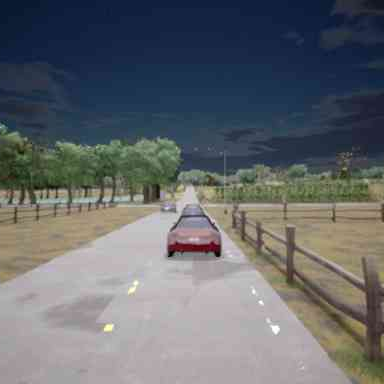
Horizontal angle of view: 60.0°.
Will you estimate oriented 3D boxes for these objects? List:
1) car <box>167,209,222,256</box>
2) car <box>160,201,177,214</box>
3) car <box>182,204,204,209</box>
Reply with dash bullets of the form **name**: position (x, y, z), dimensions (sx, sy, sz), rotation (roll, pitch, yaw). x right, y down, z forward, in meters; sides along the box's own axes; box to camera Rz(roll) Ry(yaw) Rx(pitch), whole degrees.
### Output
- **car**: position (0.088, 1.590, 13.289), dimensions (1.994, 1.385, 4.181), rotation (0, 0, 0)
- **car**: position (-2.836, 1.812, 40.767), dimensions (2.128, 1.511, 4.902), rotation (0, -1, 0)
- **car**: position (0.091, 1.739, 28.873), dimensions (1.994, 1.385, 4.181), rotation (0, -1, 0)
